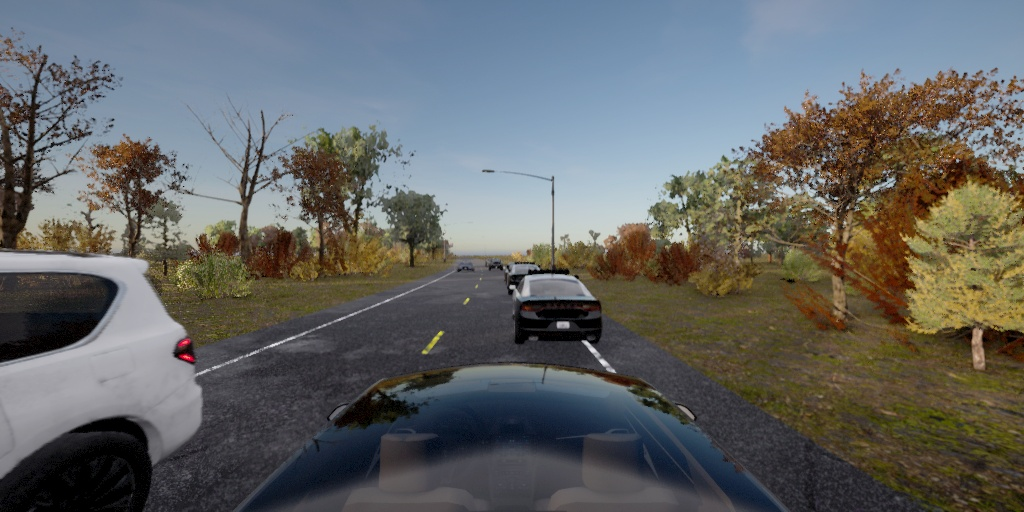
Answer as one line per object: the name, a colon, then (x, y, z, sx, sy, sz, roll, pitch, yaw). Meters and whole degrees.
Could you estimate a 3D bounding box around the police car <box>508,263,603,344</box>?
police car: (0.969, 1.159, 9.695, 1.930, 1.638, 5.238, 0, 0, -1)

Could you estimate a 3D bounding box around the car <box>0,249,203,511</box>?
car: (-3.617, 0.973, 0.598, 2.150, 2.045, 5.566, 0, 0, 0)

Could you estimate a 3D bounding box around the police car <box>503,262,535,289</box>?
police car: (0.679, 1.137, 19.746, 1.930, 1.638, 5.238, 0, 0, -2)

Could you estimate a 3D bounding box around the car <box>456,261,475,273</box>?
car: (-5.400, 1.222, 42.226, 1.994, 1.385, 4.181, 0, 0, -5)

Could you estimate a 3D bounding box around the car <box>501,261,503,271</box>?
car: (0.413, 1.173, 25.665, 1.882, 1.535, 5.008, 0, 0, -3)

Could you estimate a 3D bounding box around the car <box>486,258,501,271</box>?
car: (-2.169, 1.150, 47.337, 1.837, 1.490, 4.892, 0, 0, -5)
